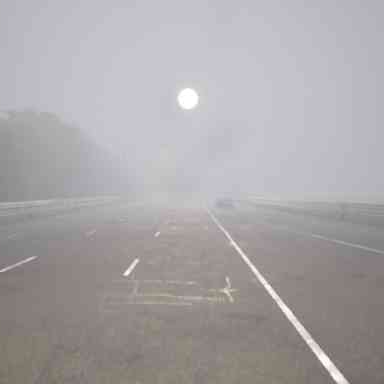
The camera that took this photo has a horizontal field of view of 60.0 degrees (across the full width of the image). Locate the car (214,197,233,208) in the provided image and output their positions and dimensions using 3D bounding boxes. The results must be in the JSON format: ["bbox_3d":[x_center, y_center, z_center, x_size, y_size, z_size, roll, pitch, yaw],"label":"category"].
[{"bbox_3d":[4.167,1.357,44.144,1.994,1.385,4.181,0,0,-4],"label":"car"}]
